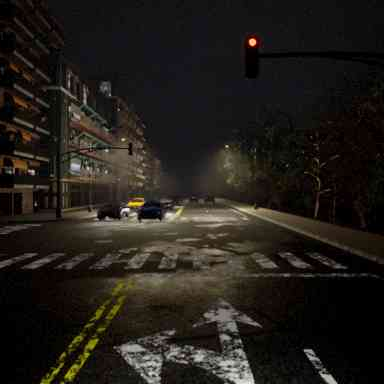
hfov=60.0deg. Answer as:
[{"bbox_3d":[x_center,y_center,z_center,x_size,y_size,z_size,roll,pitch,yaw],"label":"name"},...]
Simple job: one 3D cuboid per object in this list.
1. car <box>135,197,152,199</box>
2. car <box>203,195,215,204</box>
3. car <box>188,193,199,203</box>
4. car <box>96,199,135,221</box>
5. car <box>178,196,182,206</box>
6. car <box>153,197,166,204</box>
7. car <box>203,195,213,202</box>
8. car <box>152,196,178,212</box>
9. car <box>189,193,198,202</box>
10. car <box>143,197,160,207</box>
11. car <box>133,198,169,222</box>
[{"bbox_3d":[-6.406,1.483,39.844,1.882,1.535,5.008,0,0,0],"label":"car"},{"bbox_3d":[3.532,1.525,66.065,1.837,1.490,4.892,0,0,0],"label":"car"},{"bbox_3d":[0.384,1.512,66.486,2.128,1.511,4.902,0,0,0],"label":"car"},{"bbox_3d":[-6.474,1.564,28.115,2.033,1.411,5.357,0,1,0],"label":"car"},{"bbox_3d":[-3.032,1.518,54.461,1.837,1.490,4.892,0,0,1],"label":"car"},{"bbox_3d":[-6.231,1.620,64.458,1.895,1.301,4.718,0,0,0],"label":"car"},{"bbox_3d":[3.576,1.498,76.485,2.033,1.411,5.357,0,0,0],"label":"car"},{"bbox_3d":[-3.161,1.498,39.449,2.128,1.511,4.902,0,0,0],"label":"car"},{"bbox_3d":[0.327,1.253,76.576,2.150,2.045,5.566,0,0,0],"label":"car"},{"bbox_3d":[-6.308,1.504,52.215,2.128,1.511,4.902,0,0,1],"label":"car"},{"bbox_3d":[-3.236,1.500,27.318,1.882,1.535,5.008,0,0,0],"label":"car"}]
